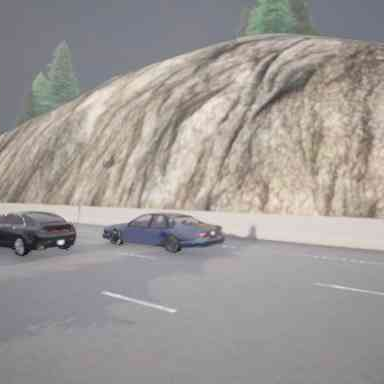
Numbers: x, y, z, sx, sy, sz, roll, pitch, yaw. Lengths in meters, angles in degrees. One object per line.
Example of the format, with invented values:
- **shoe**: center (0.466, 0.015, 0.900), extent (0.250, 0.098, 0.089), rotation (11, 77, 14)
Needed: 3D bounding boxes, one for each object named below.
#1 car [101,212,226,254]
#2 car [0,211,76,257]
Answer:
- **car**: center (-1.289, 1.537, 13.507), extent (5.357, 1.411, 2.033), rotation (0, 0, 35)
- **car**: center (-6.514, 1.489, 12.933), extent (4.892, 1.490, 1.837), rotation (0, 0, 35)
